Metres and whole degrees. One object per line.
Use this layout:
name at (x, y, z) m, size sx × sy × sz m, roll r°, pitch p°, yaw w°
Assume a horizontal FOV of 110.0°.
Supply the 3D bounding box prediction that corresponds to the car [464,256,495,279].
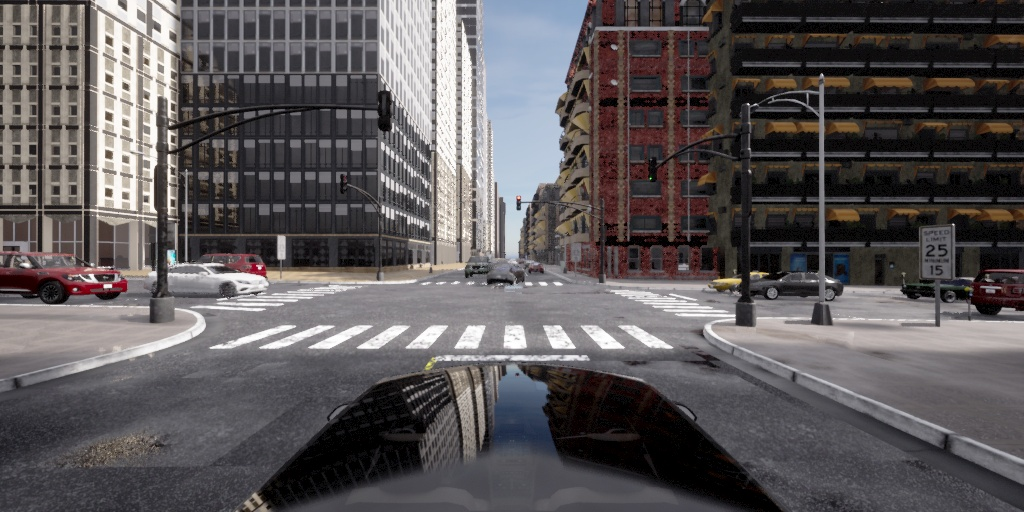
car at (-3.085, 0.977, 33.568) m, size 2.150 × 2.045 × 5.566 m, roll 0°, pitch 0°, yaw 0°

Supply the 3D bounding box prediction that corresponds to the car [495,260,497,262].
car at (-3.074, 1.286, 43.642) m, size 1.812 × 1.442 × 4.674 m, roll 0°, pitch 0°, yaw 0°

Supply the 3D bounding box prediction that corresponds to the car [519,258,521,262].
car at (2.718, 1.321, 60.230) m, size 2.007 × 1.370 × 4.403 m, roll 0°, pitch 0°, yaw 0°

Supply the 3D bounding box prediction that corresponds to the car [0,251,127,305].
car at (-17.570, 0.757, 13.315) m, size 5.009 × 1.841 × 2.192 m, roll 0°, pitch 0°, yaw 0°

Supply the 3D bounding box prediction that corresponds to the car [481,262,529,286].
car at (-0.382, 1.338, 25.897) m, size 1.994 × 1.385 × 4.181 m, roll 1°, pitch 0°, yaw 15°

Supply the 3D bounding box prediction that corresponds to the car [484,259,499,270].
car at (-3.064, 1.244, 53.915) m, size 1.882 × 1.535 × 5.008 m, roll 0°, pitch 0°, yaw 0°

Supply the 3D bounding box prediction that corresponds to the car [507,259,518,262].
car at (0.135, 1.299, 64.871) m, size 1.812 × 1.442 × 4.674 m, roll 0°, pitch 0°, yaw 0°

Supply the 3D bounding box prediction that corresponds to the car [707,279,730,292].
car at (14.639, 1.587, 21.962) m, size 4.829 × 1.417 × 1.751 m, roll 0°, pitch 0°, yaw 0°

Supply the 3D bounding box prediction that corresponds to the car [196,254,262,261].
car at (-17.701, 0.776, 21.695) m, size 5.009 × 1.841 × 2.192 m, roll 0°, pitch 0°, yaw 0°

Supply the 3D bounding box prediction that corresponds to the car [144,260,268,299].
car at (-13.509, 1.050, 15.946) m, size 4.674 × 1.442 × 1.812 m, roll 1°, pitch 0°, yaw 0°

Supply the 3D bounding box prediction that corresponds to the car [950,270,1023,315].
car at (20.604, 1.461, 13.663) m, size 5.009 × 1.841 × 2.192 m, roll 0°, pitch 0°, yaw 0°

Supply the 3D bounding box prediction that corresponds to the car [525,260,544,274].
car at (2.759, 1.341, 41.665) m, size 1.802 × 1.307 × 4.207 m, roll 0°, pitch 0°, yaw 0°

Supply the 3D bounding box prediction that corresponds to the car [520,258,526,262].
car at (2.715, 1.317, 54.582) m, size 2.007 × 1.370 × 4.403 m, roll 0°, pitch 0°, yaw 0°

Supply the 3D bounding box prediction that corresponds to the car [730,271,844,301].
car at (14.922, 1.562, 19.344) m, size 4.892 × 1.490 × 1.837 m, roll 1°, pitch 0°, yaw 2°

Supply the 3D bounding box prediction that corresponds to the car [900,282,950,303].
car at (24.213, 1.827, 19.451) m, size 4.718 × 1.301 × 1.895 m, roll 1°, pitch 0°, yaw -1°
